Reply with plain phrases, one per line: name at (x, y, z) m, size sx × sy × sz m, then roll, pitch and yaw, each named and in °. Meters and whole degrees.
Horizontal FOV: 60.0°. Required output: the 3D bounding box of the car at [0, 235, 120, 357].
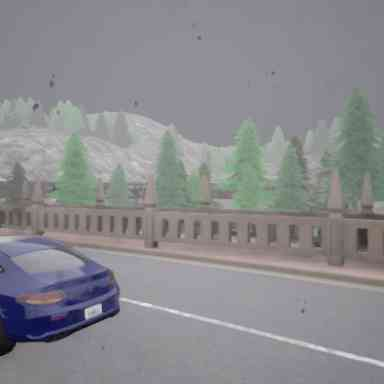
car at (-3.330, 1.503, 5.881) m, size 4.674 × 1.442 × 1.812 m, roll 0°, pitch 0°, yaw 32°
